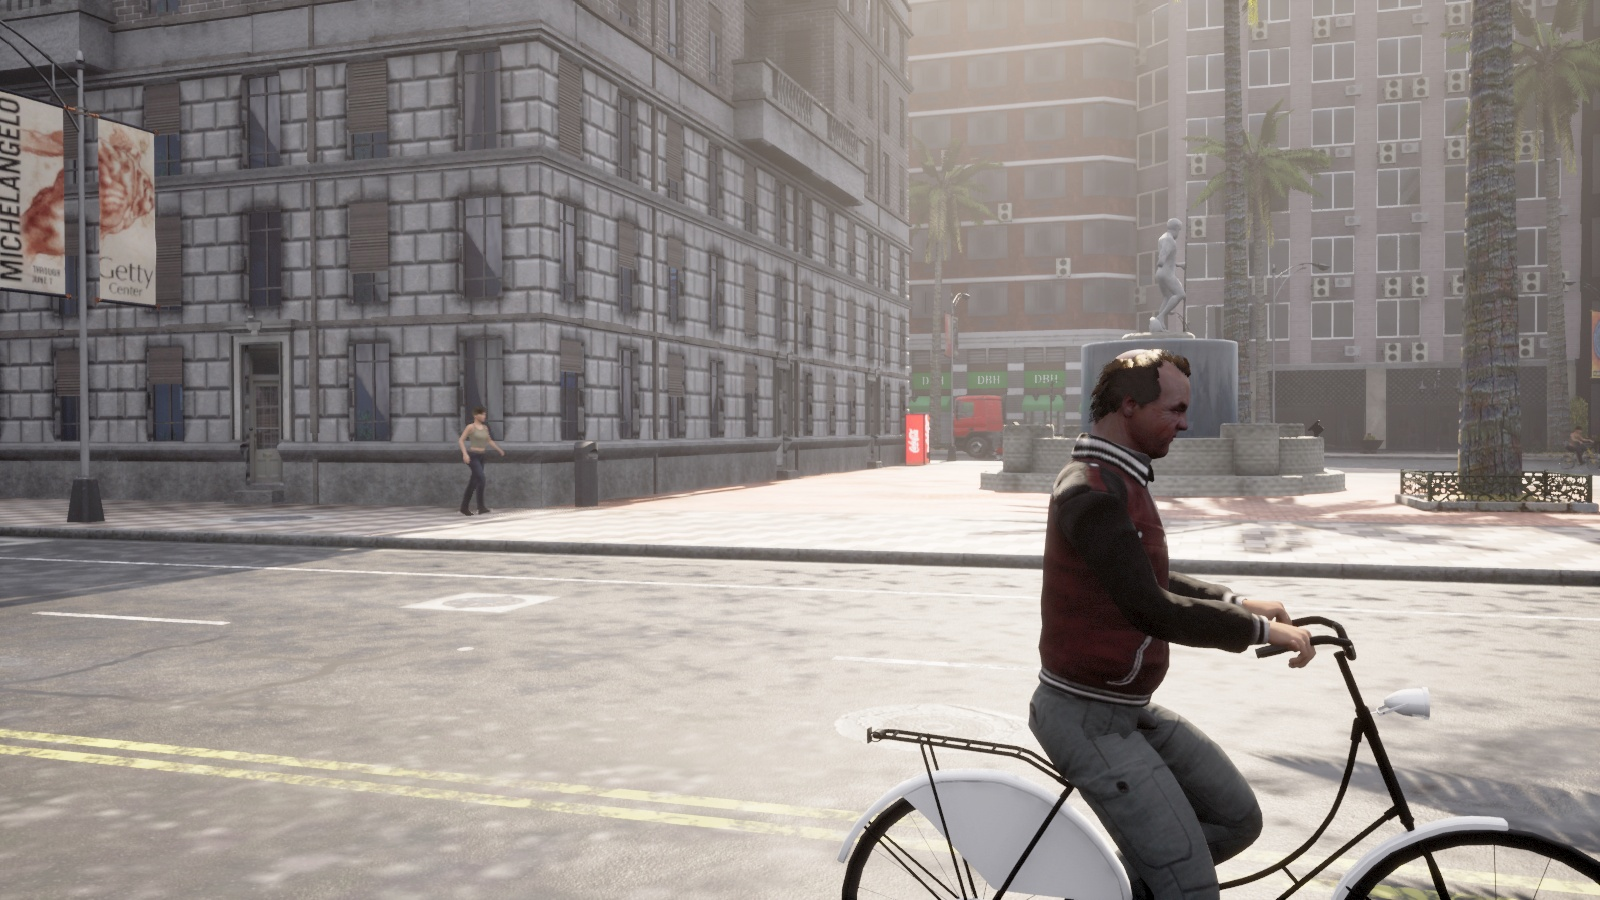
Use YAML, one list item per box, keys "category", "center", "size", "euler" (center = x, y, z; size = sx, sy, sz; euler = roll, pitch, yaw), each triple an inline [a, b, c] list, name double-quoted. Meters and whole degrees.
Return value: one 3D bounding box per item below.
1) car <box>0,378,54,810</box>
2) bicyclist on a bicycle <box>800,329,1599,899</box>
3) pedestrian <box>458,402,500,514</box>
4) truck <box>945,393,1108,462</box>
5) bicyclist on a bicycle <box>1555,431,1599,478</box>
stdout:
- category: "car"
  center: [-5.684, 0.582, 5.087]
  size: [4.553, 1.767, 2.097]
  euler: [1, 1, 18]
- category: "bicyclist on a bicycle"
  center: [0.978, 0.655, 2.875]
  size: [1.843, 1.776, 0.659]
  euler: [0, 1, 19]
- category: "pedestrian"
  center: [-5.351, 0.128, 20.926]
  size: [0.594, 1.836, 0.345]
  euler: [1, 1, 24]
- category: "truck"
  center: [11.954, -1.176, 66.533]
  size: [7.936, 3.462, 2.891]
  euler: [1, 1, 31]
- category: "bicyclist on a bicycle"
  center: [28.077, 0.148, 45.025]
  size: [0.866, 1.612, 1.509]
  euler: [-1, 1, -26]
